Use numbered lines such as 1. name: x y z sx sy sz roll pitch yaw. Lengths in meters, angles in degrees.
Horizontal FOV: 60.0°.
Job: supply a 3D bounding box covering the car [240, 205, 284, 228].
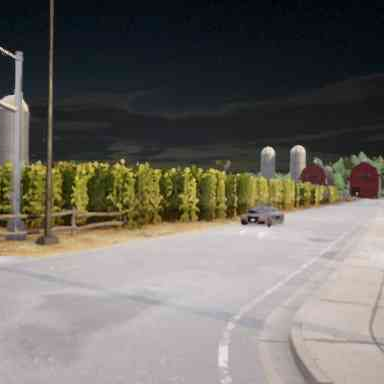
1. car: 4.841 1.570 22.589 1.994 1.385 4.181 1 0 31
